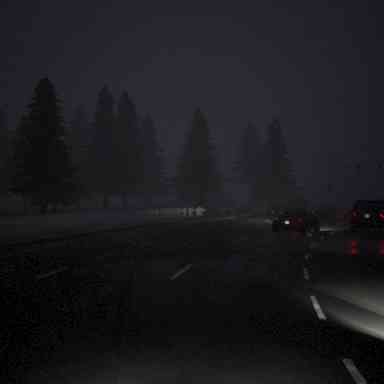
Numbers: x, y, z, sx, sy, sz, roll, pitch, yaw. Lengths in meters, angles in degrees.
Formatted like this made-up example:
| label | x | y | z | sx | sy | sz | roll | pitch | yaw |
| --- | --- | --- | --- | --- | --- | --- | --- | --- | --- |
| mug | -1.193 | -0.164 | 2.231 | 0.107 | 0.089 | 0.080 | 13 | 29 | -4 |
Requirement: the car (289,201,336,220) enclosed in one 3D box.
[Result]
| label | x | y | z | sx | sy | sz | roll | pitch | yaw |
| --- | --- | --- | --- | --- | --- | --- | --- | --- | --- |
| car | 11.618 | 1.865 | 31.190 | 5.008 | 1.535 | 1.882 | 2 | -1 | -40 |

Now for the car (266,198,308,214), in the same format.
| label | x | y | z | sx | sy | sz | roll | pitch | yaw |
| --- | --- | --- | --- | --- | --- | --- | --- | --- | --- |
| car | 10.098 | 1.629 | 34.522 | 5.566 | 2.045 | 2.150 | 1 | -1 | -39 |

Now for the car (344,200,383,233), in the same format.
| label | x | y | z | sx | sy | sz | roll | pitch | yaw |
| --- | --- | --- | --- | --- | --- | --- | --- | --- | --- |
| car | 11.839 | 1.513 | 21.325 | 2.150 | 2.045 | 5.566 | 0 | -1 | 39 |

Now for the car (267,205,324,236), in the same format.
| label | x | y | z | sx | sy | sz | roll | pitch | yaw |
| --- | --- | --- | --- | --- | --- | --- | --- | --- | --- |
| car | 6.469 | 1.717 | 20.446 | 1.994 | 1.385 | 4.181 | 0 | -1 | 33 |

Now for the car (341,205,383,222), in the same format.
| label | x | y | z | sx | sy | sz | roll | pitch | yaw |
| --- | --- | --- | --- | --- | --- | --- | --- | --- | --- |
| car | 15.460 | 1.871 | 29.851 | 4.181 | 1.385 | 1.994 | 1 | -1 | -37 |
